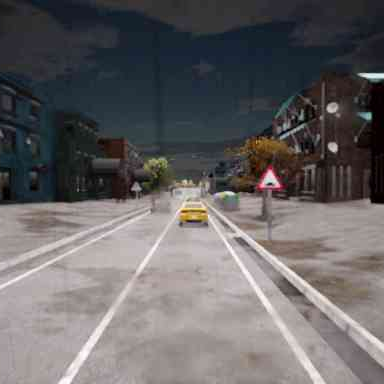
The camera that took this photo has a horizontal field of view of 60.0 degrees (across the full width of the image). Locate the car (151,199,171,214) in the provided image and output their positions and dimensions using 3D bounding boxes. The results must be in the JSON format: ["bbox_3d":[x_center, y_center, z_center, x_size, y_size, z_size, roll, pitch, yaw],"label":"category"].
[{"bbox_3d":[-3.090,1.436,33.828,1.812,1.442,4.674,0,0,0],"label":"car"}]

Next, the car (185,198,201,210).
[{"bbox_3d":[0.100,1.440,41.947,1.994,1.385,4.181,0,0,0],"label":"car"}]

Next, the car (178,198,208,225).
[{"bbox_3d":[0.102,1.429,23.555,1.882,1.535,5.008,0,0,0],"label":"car"}]

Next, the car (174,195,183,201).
[{"bbox_3d":[-2.995,1.336,74.825,1.812,1.442,4.674,0,0,0],"label":"car"}]
